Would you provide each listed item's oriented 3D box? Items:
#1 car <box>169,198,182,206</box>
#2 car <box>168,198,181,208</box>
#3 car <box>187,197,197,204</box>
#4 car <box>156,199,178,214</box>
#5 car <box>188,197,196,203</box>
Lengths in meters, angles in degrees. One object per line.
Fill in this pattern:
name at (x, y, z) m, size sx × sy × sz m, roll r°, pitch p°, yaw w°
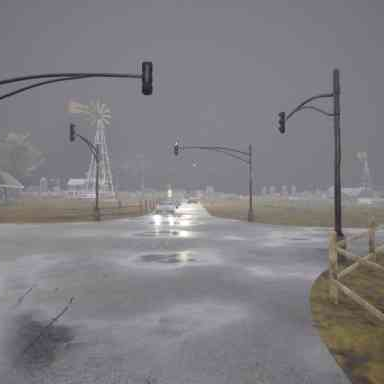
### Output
car at (-2.845, 1.746, 59.092) m, size 2.033 × 1.411 × 5.357 m, roll 0°, pitch 0°, yaw 0°
car at (-2.864, 1.642, 47.828) m, size 1.837 × 1.490 × 4.892 m, roll 0°, pitch -1°, yaw 0°
car at (0.054, 1.789, 69.151) m, size 1.812 × 1.442 × 4.674 m, roll 0°, pitch 0°, yaw 0°
car at (-2.850, 1.681, 35.975) m, size 1.895 × 1.301 × 4.718 m, roll 0°, pitch 0°, yaw 0°
car at (-0.044, 1.861, 79.163) m, size 1.812 × 1.442 × 4.674 m, roll 0°, pitch 0°, yaw 0°
